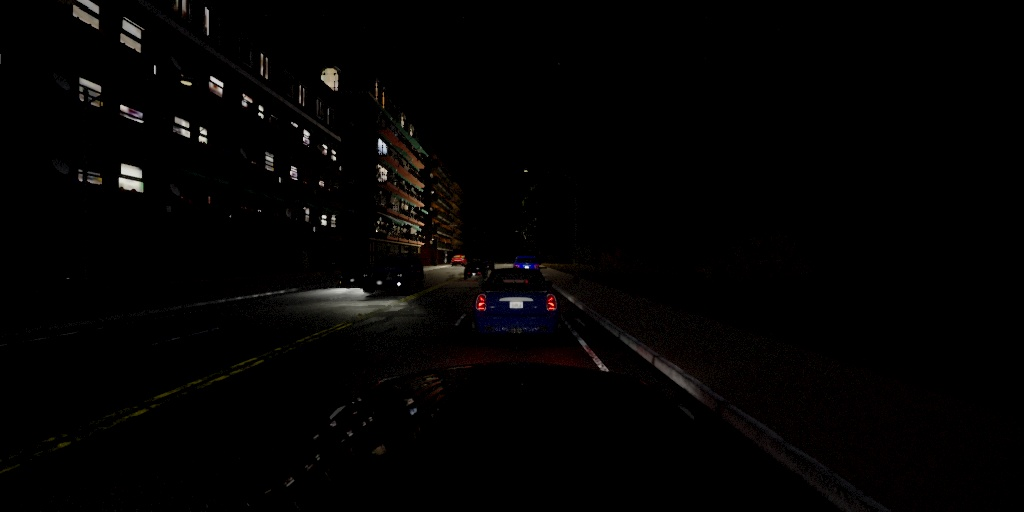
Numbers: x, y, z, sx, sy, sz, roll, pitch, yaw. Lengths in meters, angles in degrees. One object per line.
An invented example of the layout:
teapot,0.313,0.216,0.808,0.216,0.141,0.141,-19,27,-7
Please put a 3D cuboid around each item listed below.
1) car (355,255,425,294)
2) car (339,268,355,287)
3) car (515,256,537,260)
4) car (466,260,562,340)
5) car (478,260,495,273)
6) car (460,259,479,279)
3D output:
car,-6.596,0.974,20.586,2.150,2.045,5.566,0,0,0
car,-9.845,1.317,24.062,1.994,1.385,4.181,0,0,0
car,1.145,0.979,30.037,2.150,2.045,5.566,0,0,0
car,0.100,1.103,10.083,2.097,1.767,4.553,0,0,0
car,-3.139,1.231,45.032,1.882,1.535,5.008,0,0,0
car,-3.143,1.258,31.979,1.837,1.490,4.892,0,0,0
